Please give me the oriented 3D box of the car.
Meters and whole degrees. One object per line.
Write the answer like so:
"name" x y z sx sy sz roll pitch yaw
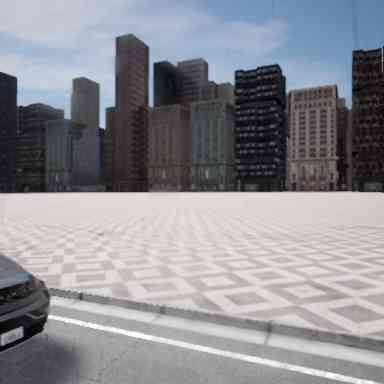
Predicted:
"car" -4.421 1.552 5.151 4.892 1.490 1.837 0 0 25
